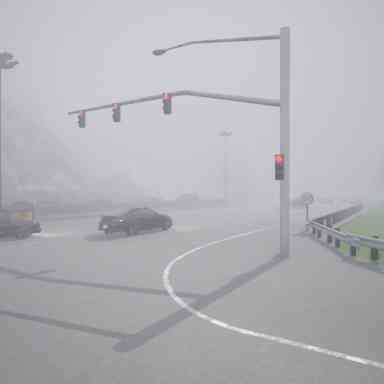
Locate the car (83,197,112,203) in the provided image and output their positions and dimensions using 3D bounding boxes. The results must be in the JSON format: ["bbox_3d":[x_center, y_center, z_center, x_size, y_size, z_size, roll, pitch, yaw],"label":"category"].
[{"bbox_3d":[-10.770,1.539,38.793,1.895,1.301,4.718,0,0,33],"label":"car"}]

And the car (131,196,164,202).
[{"bbox_3d":[-5.740,1.432,46.748,2.128,1.511,4.902,0,0,32],"label":"car"}]

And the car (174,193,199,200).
[{"bbox_3d":[-0.794,1.163,54.864,2.150,2.045,5.566,0,0,29],"label":"car"}]

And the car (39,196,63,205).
[{"bbox_3d":[-19.654,1.268,44.392,2.097,1.767,4.553,0,0,33],"label":"car"}]

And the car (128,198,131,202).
[{"bbox_3d":[-9.651,1.411,60.501,2.128,1.511,4.902,0,0,29],"label":"car"}]

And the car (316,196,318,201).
[{"bbox_3d":[28.187,1.520,72.883,2.033,1.411,5.357,0,0,7],"label":"car"}]

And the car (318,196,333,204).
[{"bbox_3d":[25.630,1.548,63.296,1.994,1.385,4.181,0,0,16],"label":"car"}]

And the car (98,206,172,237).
[{"bbox_3d":[-2.973,1.499,18.100,1.812,1.442,4.674,0,0,33],"label":"car"}]

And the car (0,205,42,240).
[{"bbox_3d":[-9.438,1.514,14.479,2.033,1.411,5.357,0,0,33],"label":"car"}]

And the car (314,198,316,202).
[{"bbox_3d":[23.224,1.574,66.993,1.895,1.301,4.718,0,0,15],"label":"car"}]

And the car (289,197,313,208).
[{"bbox_3d":[16.046,1.483,48.801,1.837,1.490,4.892,0,0,27],"label":"car"}]

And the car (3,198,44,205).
[{"bbox_3d":[-16.198,1.500,30.282,1.994,1.385,4.181,0,0,33],"label":"car"}]
